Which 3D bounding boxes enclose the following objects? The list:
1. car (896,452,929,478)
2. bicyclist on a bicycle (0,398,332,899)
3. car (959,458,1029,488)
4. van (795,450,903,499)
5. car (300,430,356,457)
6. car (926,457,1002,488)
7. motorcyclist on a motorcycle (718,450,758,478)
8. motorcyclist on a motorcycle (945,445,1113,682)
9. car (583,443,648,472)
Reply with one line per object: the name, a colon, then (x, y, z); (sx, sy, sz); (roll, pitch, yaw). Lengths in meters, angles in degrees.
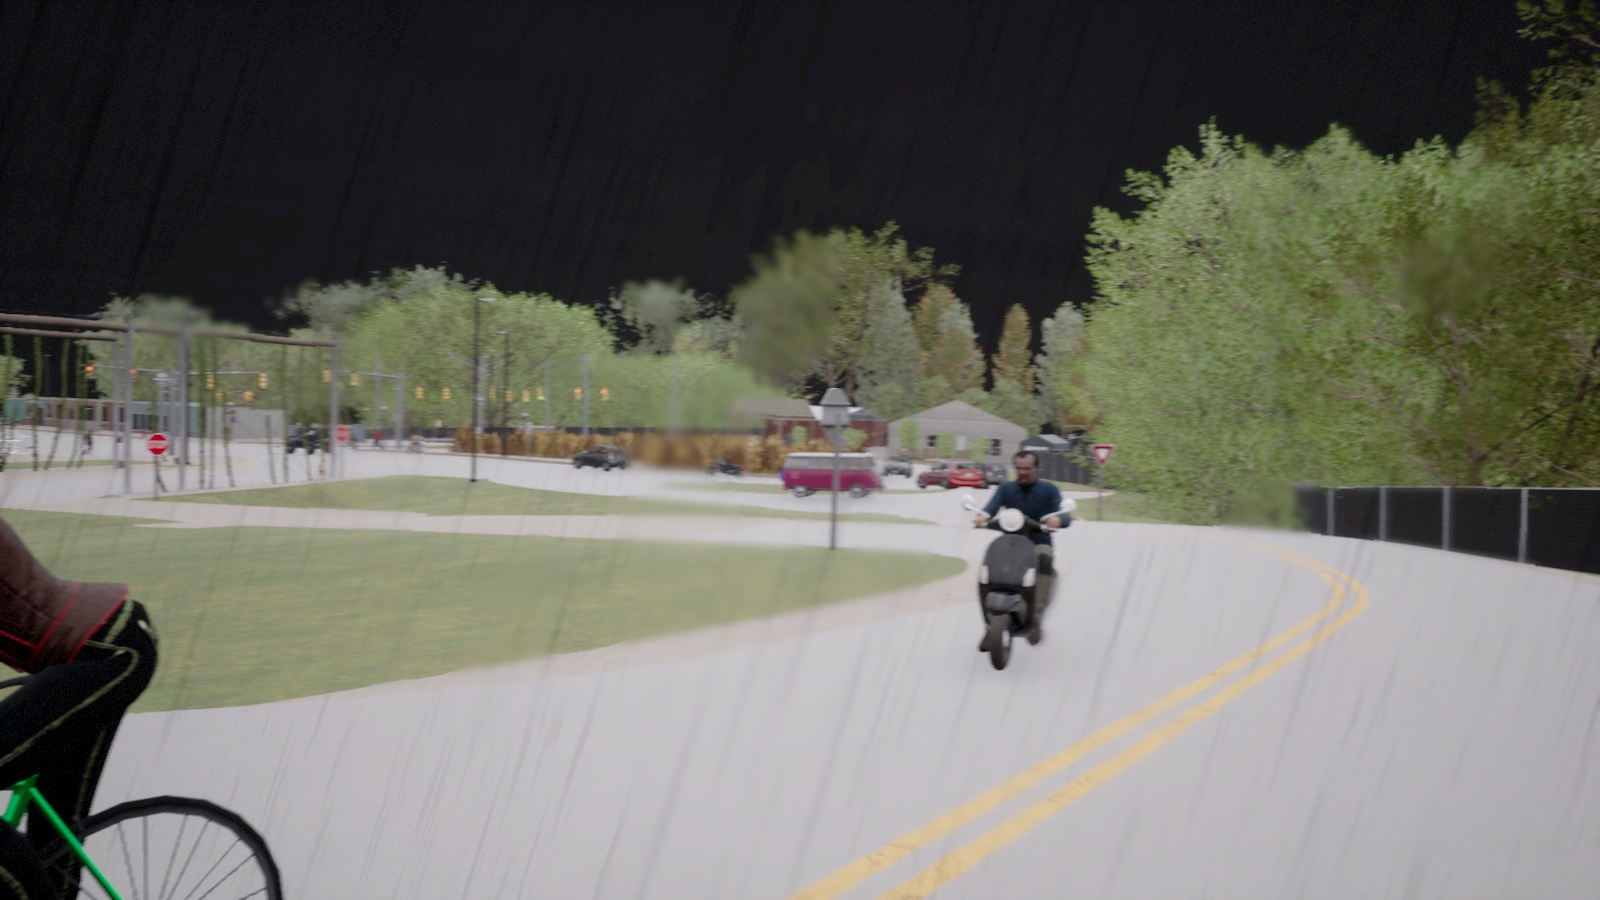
car: (7.524, 0.994, 83.704); (1.816, 1.474, 4.193); (2, 2, 11)
bicyclist on a bicycle: (-1.888, 0.707, 2.556); (1.656, 1.620, 0.582); (0, 0, -44)
car: (11.296, 1.335, 73.393); (1.851, 1.617, 3.988); (1, 0, -31)
van: (2.150, 1.059, 54.765); (4.442, 1.987, 1.775); (1, 1, 14)
car: (-34.478, -0.509, 91.705); (3.866, 1.878, 1.905); (1, 2, 34)
car: (9.148, 1.240, 70.327); (2.242, 1.667, 4.611); (1, -1, -22)
motorcyclist on a motorcycle: (-3.855, 0.892, 78.057); (2.350, 1.649, 0.766); (2, 3, -16)
motorcyclist on a motorcycle: (1.778, 0.780, 9.513); (0.866, 1.590, 1.817); (1, 0, 22)
car: (-11.816, 0.436, 80.254); (3.988, 1.617, 1.851); (3, 3, 40)
